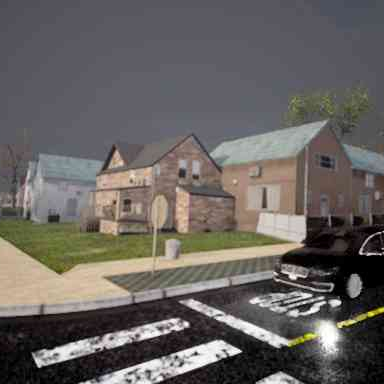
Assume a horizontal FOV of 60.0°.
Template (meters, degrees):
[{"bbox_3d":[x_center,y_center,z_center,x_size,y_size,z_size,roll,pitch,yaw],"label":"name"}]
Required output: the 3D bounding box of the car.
[{"bbox_3d":[4.308,1.726,8.927,4.892,1.490,1.837,1,-2,-34],"label":"car"}]
